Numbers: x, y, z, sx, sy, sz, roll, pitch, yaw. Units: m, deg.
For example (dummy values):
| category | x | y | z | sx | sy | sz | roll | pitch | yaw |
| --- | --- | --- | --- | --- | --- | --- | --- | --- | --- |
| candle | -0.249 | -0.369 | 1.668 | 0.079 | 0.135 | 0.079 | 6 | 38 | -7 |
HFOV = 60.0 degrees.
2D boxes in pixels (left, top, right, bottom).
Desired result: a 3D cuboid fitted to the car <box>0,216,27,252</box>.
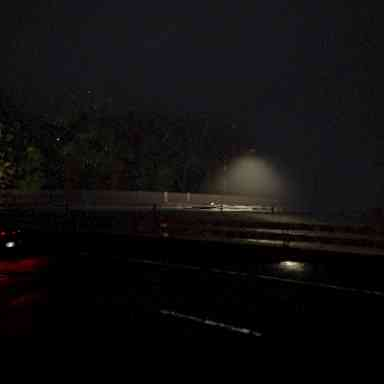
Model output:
| category | x | y | z | sx | sy | sz | roll | pitch | yaw |
| --- | --- | --- | --- | --- | --- | --- | --- | --- | --- |
| car | -8.706 | 1.658 | 13.204 | 4.892 | 1.490 | 1.837 | 0 | 0 | 28 |
